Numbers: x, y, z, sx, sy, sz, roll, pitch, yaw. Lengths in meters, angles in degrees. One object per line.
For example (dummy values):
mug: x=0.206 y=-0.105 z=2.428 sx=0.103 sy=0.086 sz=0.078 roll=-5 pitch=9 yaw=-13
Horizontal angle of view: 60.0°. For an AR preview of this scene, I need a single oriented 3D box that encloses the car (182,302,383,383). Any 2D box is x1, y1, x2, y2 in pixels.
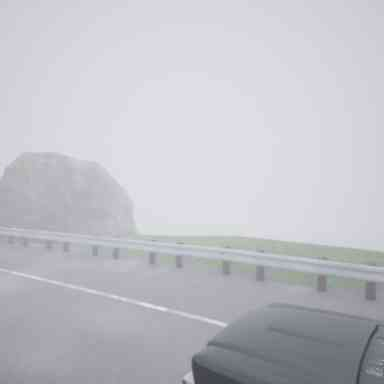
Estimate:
car: x=2.248 y=1.593 z=2.318 sx=4.718 sy=1.301 sz=1.895 roll=0 pitch=0 yaw=35
